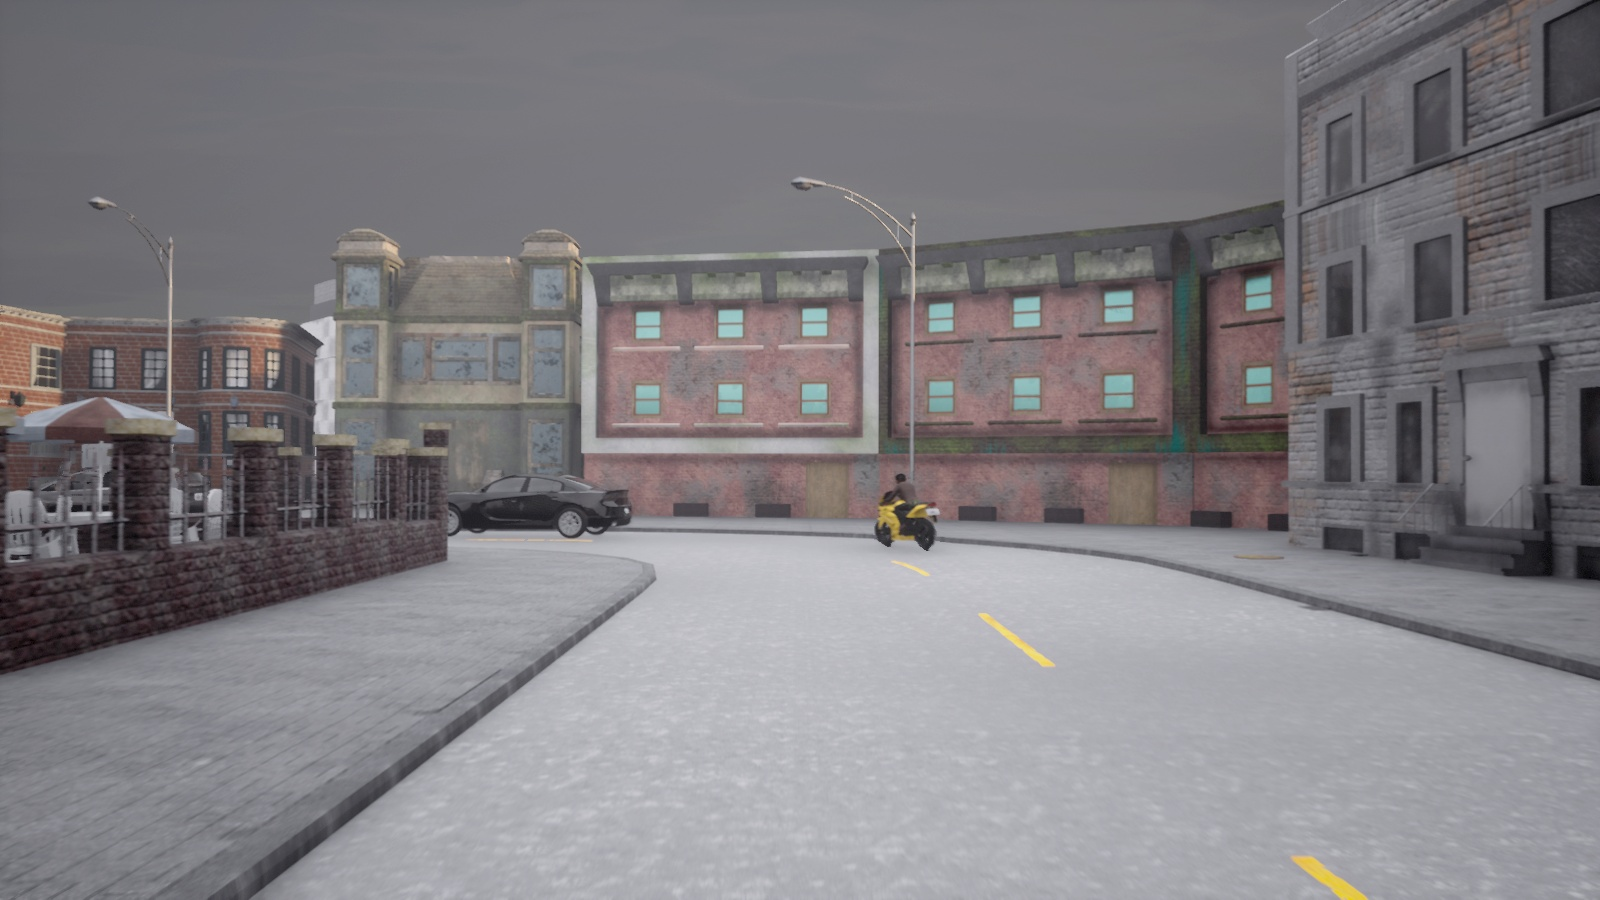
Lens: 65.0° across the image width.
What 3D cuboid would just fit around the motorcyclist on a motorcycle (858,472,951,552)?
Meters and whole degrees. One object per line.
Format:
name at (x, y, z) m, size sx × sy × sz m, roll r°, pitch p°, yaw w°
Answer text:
motorcyclist on a motorcycle at (2.084, 1.215, 25.392) m, size 0.797 × 1.523 × 2.044 m, roll -2°, pitch 0°, yaw -31°

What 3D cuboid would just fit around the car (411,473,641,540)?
car at (-6.485, 1.320, 29.940) m, size 5.008 × 1.535 × 1.882 m, roll 0°, pitch -1°, yaw 10°

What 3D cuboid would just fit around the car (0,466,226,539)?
car at (-16.549, 1.228, 30.055) m, size 4.611 × 1.667 × 2.242 m, roll 0°, pitch -1°, yaw 0°
